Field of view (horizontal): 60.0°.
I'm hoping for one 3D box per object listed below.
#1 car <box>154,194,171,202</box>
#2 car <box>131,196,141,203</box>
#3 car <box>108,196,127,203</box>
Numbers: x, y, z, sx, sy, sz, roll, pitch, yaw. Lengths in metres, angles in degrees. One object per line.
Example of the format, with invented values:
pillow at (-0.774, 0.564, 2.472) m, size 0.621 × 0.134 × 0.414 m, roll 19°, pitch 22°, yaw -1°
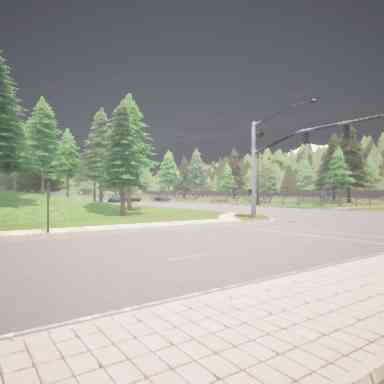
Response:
car at (-6.524, 1.292, 72.353) m, size 2.097 × 1.767 × 4.553 m, roll 0°, pitch 0°, yaw -35°
car at (-12.222, 1.532, 68.286) m, size 1.895 × 1.301 × 4.718 m, roll 0°, pitch 0°, yaw -35°
car at (-15.187, 1.549, 66.410) m, size 1.994 × 1.385 × 4.181 m, roll 0°, pitch 0°, yaw -35°
